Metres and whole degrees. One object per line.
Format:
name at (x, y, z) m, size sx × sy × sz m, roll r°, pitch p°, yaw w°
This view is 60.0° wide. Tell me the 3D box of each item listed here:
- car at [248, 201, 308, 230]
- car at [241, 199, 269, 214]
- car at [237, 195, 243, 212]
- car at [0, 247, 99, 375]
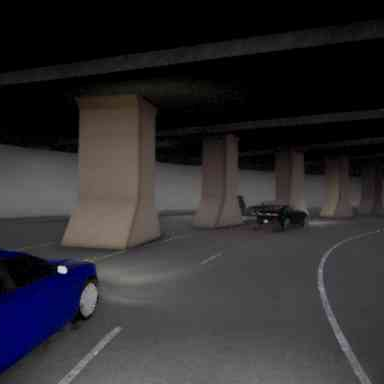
car at (6.167, 1.625, 22.326) m, size 2.128 × 1.511 × 4.902 m, roll 1°, pitch 0°, yaw 42°
car at (7.618, 1.668, 33.788) m, size 4.902 × 1.511 × 2.128 m, roll 1°, pitch 0°, yaw -41°
car at (3.265, 1.337, 34.620) m, size 5.566 × 2.045 × 2.150 m, roll 1°, pitch 0°, yaw -43°
car at (-2.906, 1.444, 4.320) m, size 1.882 × 1.535 × 5.008 m, roll 0°, pitch 0°, yaw 8°
